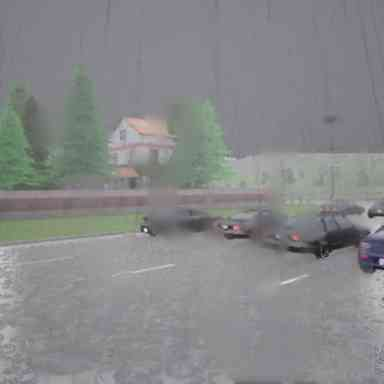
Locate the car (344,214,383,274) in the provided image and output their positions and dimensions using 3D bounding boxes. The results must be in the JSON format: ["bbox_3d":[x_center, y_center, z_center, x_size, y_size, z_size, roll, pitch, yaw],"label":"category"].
[{"bbox_3d":[6.240,1.450,9.100,4.674,1.442,1.812,0,0,-40],"label":"car"}]

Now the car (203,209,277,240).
[{"bbox_3d":[3.319,1.510,15.769,5.357,1.411,2.033,-1,0,-40],"label":"car"}]

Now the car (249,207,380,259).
[{"bbox_3d":[4.776,1.491,12.424,5.357,1.411,2.033,-1,0,-40],"label":"car"}]

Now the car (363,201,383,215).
[{"bbox_3d":[15.551,1.368,26.130,4.181,1.385,1.994,-1,0,-40],"label":"car"}]

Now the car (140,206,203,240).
[{"bbox_3d":[-0.332,1.517,17.324,4.892,1.490,1.837,-1,0,-40],"label":"car"}]

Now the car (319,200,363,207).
[{"bbox_3d":[12.845,1.388,28.421,5.357,1.411,2.033,-1,0,-40],"label":"car"}]
